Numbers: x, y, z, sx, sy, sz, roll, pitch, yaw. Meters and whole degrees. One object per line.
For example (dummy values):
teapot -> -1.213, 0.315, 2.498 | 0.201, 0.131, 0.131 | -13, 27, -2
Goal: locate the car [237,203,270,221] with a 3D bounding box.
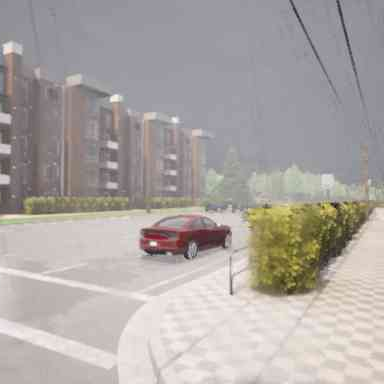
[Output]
car -> 6.420, 2.005, 31.408 | 2.033, 1.411, 5.357 | 0, -1, 30

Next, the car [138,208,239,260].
car -> -0.061, 1.645, 13.417 | 1.882, 1.535, 5.008 | 0, -1, 30

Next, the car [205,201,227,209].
car -> 3.581, 2.130, 47.651 | 1.837, 1.490, 4.892 | 0, 0, 30

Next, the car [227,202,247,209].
car -> 7.141, 2.158, 46.798 | 1.837, 1.490, 4.892 | 0, 0, 30

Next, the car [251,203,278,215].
car -> 9.759, 2.199, 44.349 | 2.033, 1.411, 5.357 | 0, -1, 30
